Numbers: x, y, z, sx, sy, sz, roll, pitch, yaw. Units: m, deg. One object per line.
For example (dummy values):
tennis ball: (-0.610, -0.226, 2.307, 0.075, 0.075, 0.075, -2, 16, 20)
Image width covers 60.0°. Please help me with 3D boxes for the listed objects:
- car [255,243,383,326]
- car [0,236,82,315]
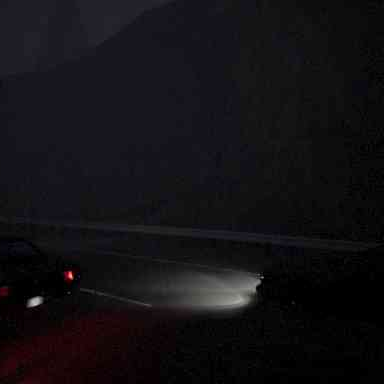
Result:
car: (3.834, 1.538, 5.484, 5.357, 1.411, 2.033, 0, 0, 35)
car: (-4.552, 1.593, 6.916, 4.718, 1.301, 1.895, 0, 0, 33)
